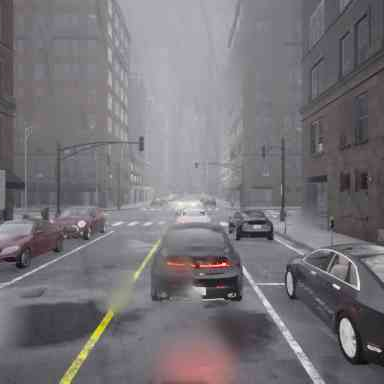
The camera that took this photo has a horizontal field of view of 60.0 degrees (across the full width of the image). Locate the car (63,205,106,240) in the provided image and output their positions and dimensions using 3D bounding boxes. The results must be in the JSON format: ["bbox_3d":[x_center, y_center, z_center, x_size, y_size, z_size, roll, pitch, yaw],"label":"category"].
[{"bbox_3d":[-5.670,1.440,16.630,1.967,1.590,4.097,0,0,0],"label":"car"}]

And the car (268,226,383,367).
[{"bbox_3d":[2.855,1.550,5.627,2.008,1.369,4.403,0,0,0],"label":"car"}]

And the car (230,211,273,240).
[{"bbox_3d":[2.855,1.566,16.630,1.947,1.339,4.313,0,0,0],"label":"car"}]

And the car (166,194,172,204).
[{"bbox_3d":[-5.617,1.606,64.550,2.008,1.369,4.403,0,0,0],"label":"car"}]

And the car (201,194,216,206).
[{"bbox_3d":[2.888,1.475,53.720,1.967,1.590,4.097,0,0,0],"label":"car"}]

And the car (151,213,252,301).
[{"bbox_3d":[0.098,1.505,8.294,1.837,1.490,4.892,0,0,0],"label":"car"}]

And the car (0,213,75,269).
[{"bbox_3d":[-5.670,1.582,11.128,1.802,1.307,4.206,0,0,0],"label":"car"}]

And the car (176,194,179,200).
[{"bbox_3d":[-5.570,1.456,91.593,2.192,1.841,5.009,0,0,0],"label":"car"}]

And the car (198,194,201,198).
[{"bbox_3d":[2.927,1.523,75.356,1.967,1.590,4.097,0,0,0],"label":"car"}]

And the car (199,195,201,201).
[{"bbox_3d":[2.908,1.606,64.538,2.008,1.369,4.403,0,0,0],"label":"car"}]

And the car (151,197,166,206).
[{"bbox_3d":[-5.636,1.617,53.733,1.802,1.307,4.206,0,0,0],"label":"car"}]

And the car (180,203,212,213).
[{"bbox_3d":[0.082,1.526,17.442,1.812,1.442,4.674,0,0,-1],"label":"car"}]

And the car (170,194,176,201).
[{"bbox_3d":[-5.588,1.625,80.605,1.752,1.417,4.829,0,0,0],"label":"car"}]
